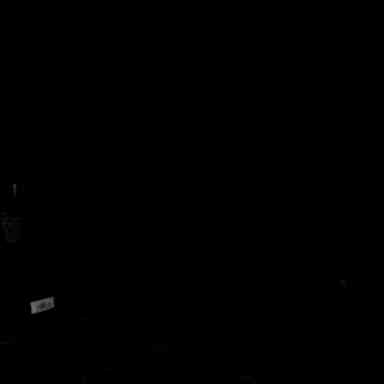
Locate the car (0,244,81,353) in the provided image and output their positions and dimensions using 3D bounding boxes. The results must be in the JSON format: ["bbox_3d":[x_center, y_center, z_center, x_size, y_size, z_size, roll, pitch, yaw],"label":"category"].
[{"bbox_3d":[-3.713,1.572,5.726,4.313,1.339,1.947,0,0,36],"label":"car"}]
